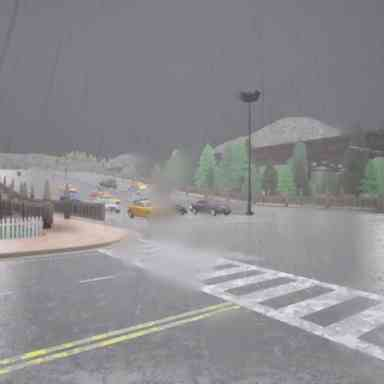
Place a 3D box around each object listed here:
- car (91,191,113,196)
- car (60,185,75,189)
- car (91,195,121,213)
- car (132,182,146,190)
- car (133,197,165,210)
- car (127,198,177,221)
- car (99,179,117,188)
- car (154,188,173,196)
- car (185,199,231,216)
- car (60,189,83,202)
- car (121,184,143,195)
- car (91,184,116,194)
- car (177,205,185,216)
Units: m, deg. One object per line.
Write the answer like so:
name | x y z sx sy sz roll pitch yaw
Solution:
car | -10.939 1.124 43.310 1.882 1.535 5.008 0 3 -37
car | -21.248 -0.432 57.164 1.882 1.535 5.008 0 7 -37
car | -9.291 1.454 35.354 1.812 1.442 4.674 0 1 -37
car | -11.987 -1.432 73.993 1.882 1.535 5.008 0 7 -37
car | -5.448 1.446 41.847 1.895 1.301 4.718 0 2 -37
car | -3.667 1.472 27.915 1.882 1.535 5.008 0 0 -37
car | -17.685 -1.711 69.964 2.150 2.045 5.566 0 7 -37
car | -5.723 -0.133 65.818 2.128 1.511 4.902 0 7 -37
car | 1.751 1.494 32.358 1.837 1.490 4.892 0 0 -37
car | -16.142 0.877 44.409 1.882 1.535 5.008 0 5 -37
car | -11.565 -0.069 61.939 1.895 1.301 4.718 0 7 -37
car | -14.819 0.137 54.342 2.097 1.767 4.553 0 6 -37
car | -2.625 1.535 32.334 2.033 1.411 5.357 0 0 -37
